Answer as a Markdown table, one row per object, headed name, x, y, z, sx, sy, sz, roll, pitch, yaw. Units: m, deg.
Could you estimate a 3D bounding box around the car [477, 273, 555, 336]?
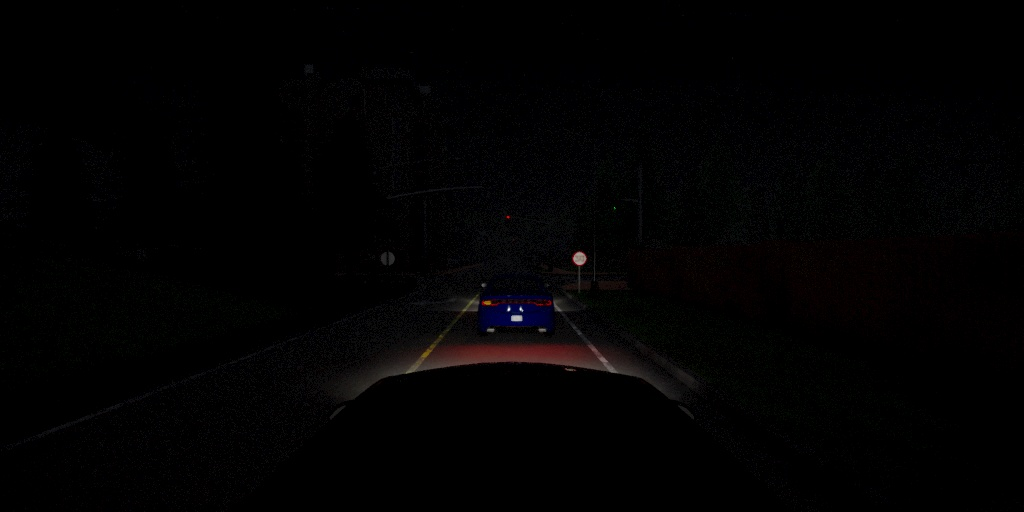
| name | x | y | z | sx | sy | sz | roll | pitch | yaw |
| --- | --- | --- | --- | --- | --- | --- | --- | --- | --- |
| car | 0.098 | 1.228 | 10.415 | 1.882 | 1.535 | 5.008 | 0 | 0 | 0 |
